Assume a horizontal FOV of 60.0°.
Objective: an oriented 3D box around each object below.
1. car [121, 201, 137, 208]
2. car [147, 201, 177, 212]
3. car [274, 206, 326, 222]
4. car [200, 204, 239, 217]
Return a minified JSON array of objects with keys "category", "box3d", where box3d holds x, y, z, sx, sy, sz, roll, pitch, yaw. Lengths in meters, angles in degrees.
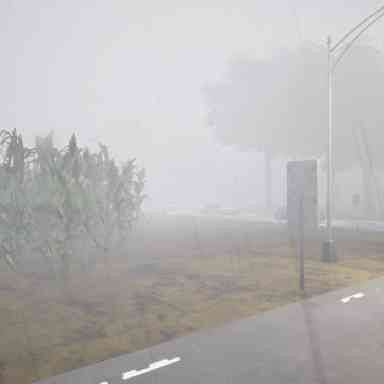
[{"category":"car","box3d":[-11.468,2.164,61.267,1.812,1.442,4.674,-1,0,-35]},{"category":"car","box3d":[-3.874,1.989,45.570,1.812,1.442,4.674,-1,0,-35]},{"category":"car","box3d":[8.826,1.778,27.577,1.994,1.385,4.181,-1,0,-36]},{"category":"car","box3d":[2.911,1.929,35.924,1.895,1.301,4.718,-1,0,-36]}]
